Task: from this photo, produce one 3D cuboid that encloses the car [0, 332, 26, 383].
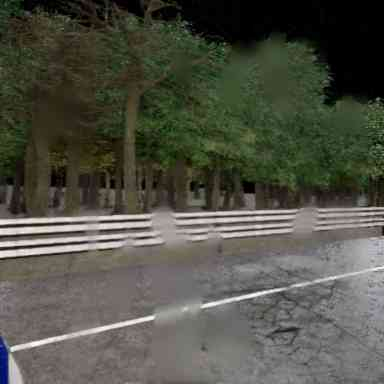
[{"bbox_3d":[-3.390,1.495,1.532,4.718,1.301,1.895,0,1,-34],"label":"car"}]
